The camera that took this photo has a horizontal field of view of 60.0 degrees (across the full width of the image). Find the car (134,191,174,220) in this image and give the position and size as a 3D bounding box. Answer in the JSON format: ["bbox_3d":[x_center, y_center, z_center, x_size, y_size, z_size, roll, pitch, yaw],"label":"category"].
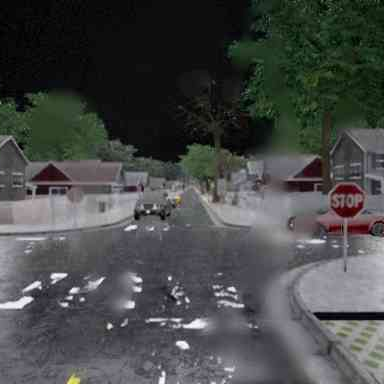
[{"bbox_3d":[-2.854,0.928,25.005,2.150,2.045,5.566,0,1,2],"label":"car"}]

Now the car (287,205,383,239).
[{"bbox_3d":[6.417,1.257,14.836,4.181,1.385,1.994,-1,1,-1],"label":"car"}]

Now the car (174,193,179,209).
[{"bbox_3d":[-2.766,1.087,37.292,1.812,1.442,4.674,0,1,0],"label":"car"}]
